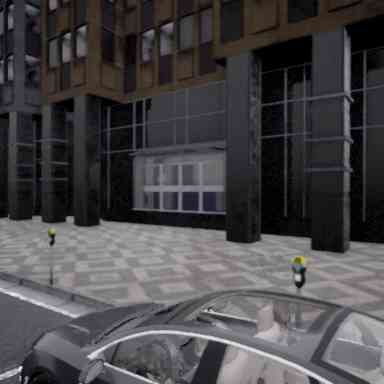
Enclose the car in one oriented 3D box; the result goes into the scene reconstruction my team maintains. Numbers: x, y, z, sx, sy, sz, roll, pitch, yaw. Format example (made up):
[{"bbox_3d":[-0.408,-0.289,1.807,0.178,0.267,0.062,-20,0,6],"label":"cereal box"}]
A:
[{"bbox_3d":[0.302,1.548,2.746,4.403,1.369,2.008,0,0,35],"label":"car"}]
